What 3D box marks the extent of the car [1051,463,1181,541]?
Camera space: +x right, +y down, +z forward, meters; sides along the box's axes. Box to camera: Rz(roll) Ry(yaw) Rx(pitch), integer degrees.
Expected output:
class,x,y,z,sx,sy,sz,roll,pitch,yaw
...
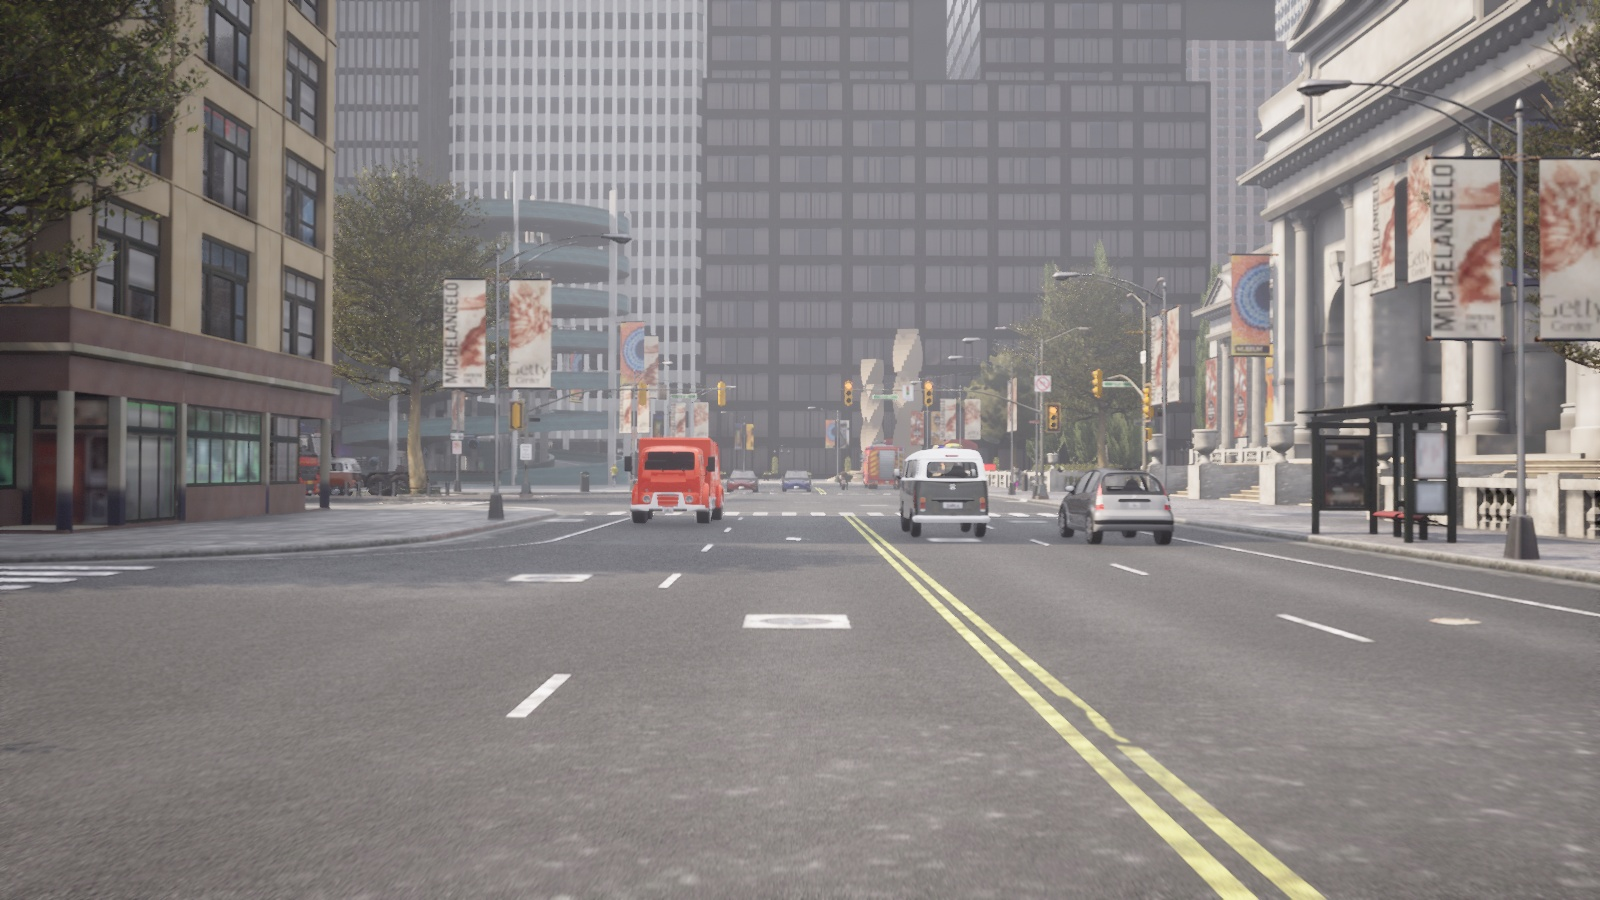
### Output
class,x,y,z,sx,sy,sz,roll,pitch,yaw
car,6.931,1.106,27.958,1.851,1.617,3.988,0,-1,0

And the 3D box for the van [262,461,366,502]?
class,x,y,z,sx,sy,sz,roll,pitch,yaw
van,-24.741,1.607,64.056,4.480,2.038,2.069,0,-1,0

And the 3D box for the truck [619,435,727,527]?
class,x,y,z,sx,sy,sz,roll,pitch,yaw
truck,-3.591,0.907,36.699,2.627,2.467,5.204,0,-2,0

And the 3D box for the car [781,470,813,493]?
class,x,y,z,sx,sy,sz,roll,pitch,yaw
car,-0.207,2.106,85.432,2.163,1.488,4.792,0,-1,0

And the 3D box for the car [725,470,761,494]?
class,x,y,z,sx,sy,sz,roll,pitch,yaw
car,-3.716,2.073,82.321,2.163,1.488,4.792,0,-1,0

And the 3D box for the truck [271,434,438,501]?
class,x,y,z,sx,sy,sz,roll,pitch,yaw
truck,-23.877,0.950,67.572,7.936,3.462,2.891,0,-1,0

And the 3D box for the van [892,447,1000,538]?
class,x,y,z,sx,sy,sz,roll,pitch,yaw
van,3.425,0.981,30.352,2.069,2.038,4.480,0,-1,0

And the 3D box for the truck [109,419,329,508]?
class,x,y,z,sx,sy,sz,roll,pitch,yaw
truck,-25.828,0.603,56.109,8.468,3.827,2.891,0,-1,0
